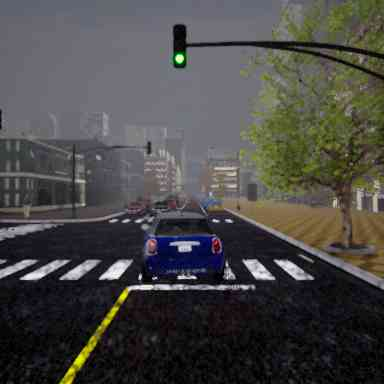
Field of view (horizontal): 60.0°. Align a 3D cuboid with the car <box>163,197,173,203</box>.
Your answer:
[{"bbox_3d":[-5.629,1.834,77.986,2.008,1.369,4.403,0,0,0],"label":"car"}]

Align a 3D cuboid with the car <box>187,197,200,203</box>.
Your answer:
[{"bbox_3d":[0.150,1.792,62.792,1.994,1.385,4.181,0,0,0],"label":"car"}]

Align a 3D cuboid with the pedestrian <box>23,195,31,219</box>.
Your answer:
[{"bbox_3d":[-12.731,1.129,25.590,0.375,1.860,0.375,0,-1,-1],"label":"pedestrian"}]

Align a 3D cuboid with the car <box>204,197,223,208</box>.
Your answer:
[{"bbox_3d":[2.723,1.667,39.295,1.752,1.417,4.829,0,0,0],"label":"car"}]

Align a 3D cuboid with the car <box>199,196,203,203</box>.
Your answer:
[{"bbox_3d":[2.735,1.753,55.778,2.008,1.369,4.403,0,0,0],"label":"car"}]

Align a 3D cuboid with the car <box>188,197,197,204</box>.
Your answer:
[{"bbox_3d":[0.056,1.811,74.596,2.033,1.411,5.357,0,0,0],"label":"car"}]

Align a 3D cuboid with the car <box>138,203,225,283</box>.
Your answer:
[{"bbox_3d":[-0.450,1.388,10.076,2.097,1.767,4.553,0,0,-8],"label":"car"}]

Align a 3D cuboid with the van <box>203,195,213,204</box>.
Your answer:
[{"bbox_3d":[2.728,1.503,44.677,1.690,1.788,3.998,0,0,0],"label":"van"}]

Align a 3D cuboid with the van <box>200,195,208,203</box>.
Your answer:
[{"bbox_3d":[2.753,1.625,77.983,1.690,1.788,3.998,0,0,0],"label":"van"}]

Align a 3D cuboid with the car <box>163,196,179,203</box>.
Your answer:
[{"bbox_3d":[-3.064,1.636,43.900,1.882,1.535,5.008,0,0,0],"label":"car"}]

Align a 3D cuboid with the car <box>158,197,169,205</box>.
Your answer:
[{"bbox_3d":[-5.637,1.767,66.714,1.752,1.417,4.829,0,0,0],"label":"car"}]

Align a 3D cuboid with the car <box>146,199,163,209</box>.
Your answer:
[{"bbox_3d":[-5.649,1.733,50.231,2.008,1.369,4.403,0,0,0],"label":"car"}]

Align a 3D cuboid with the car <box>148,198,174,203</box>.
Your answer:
[{"bbox_3d":[-3.067,1.648,33.865,1.812,1.442,4.674,0,0,-2],"label":"car"}]

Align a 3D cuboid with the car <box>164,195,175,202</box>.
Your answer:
[{"bbox_3d":[-5.624,1.619,83.538,2.192,1.841,5.009,0,0,0],"label":"car"}]

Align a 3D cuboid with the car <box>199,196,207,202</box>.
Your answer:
[{"bbox_3d":[2.756,1.830,83.703,1.752,1.417,4.829,0,0,0],"label":"car"}]

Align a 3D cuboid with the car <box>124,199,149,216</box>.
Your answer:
[{"bbox_3d":[-5.662,1.703,33.578,1.802,1.307,4.206,0,0,0],"label":"car"}]

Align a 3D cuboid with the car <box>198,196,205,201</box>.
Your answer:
[{"bbox_3d":[2.764,1.911,94.635,1.947,1.339,4.313,0,0,0],"label":"car"}]

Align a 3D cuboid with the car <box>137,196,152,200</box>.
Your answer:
[{"bbox_3d":[-5.657,1.456,39.130,2.192,1.841,5.009,0,0,0],"label":"car"}]

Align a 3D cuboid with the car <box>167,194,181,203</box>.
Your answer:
[{"bbox_3d":[-3.030,1.419,54.397,2.150,2.045,5.566,0,0,1],"label":"car"}]
